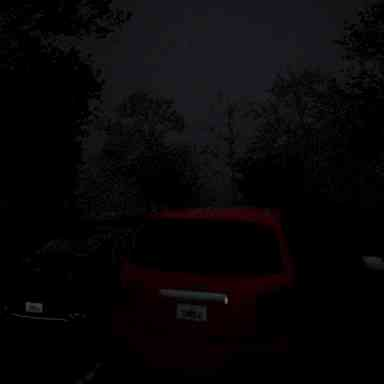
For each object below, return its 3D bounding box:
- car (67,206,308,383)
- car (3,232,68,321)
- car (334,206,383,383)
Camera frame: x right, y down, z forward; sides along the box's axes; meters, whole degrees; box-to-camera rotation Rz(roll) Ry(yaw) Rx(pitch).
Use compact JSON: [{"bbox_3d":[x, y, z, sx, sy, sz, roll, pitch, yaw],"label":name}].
[{"bbox_3d":[0.692,1.243,5.656,2.435,2.045,5.566,0,-1,15],"label":"car"},{"bbox_3d":[-1.748,1.499,7.332,2.231,1.521,4.892,0,-1,15],"label":"car"},{"bbox_3d":[3.111,1.239,3.878,2.435,2.045,5.566,0,-1,15],"label":"car"}]
